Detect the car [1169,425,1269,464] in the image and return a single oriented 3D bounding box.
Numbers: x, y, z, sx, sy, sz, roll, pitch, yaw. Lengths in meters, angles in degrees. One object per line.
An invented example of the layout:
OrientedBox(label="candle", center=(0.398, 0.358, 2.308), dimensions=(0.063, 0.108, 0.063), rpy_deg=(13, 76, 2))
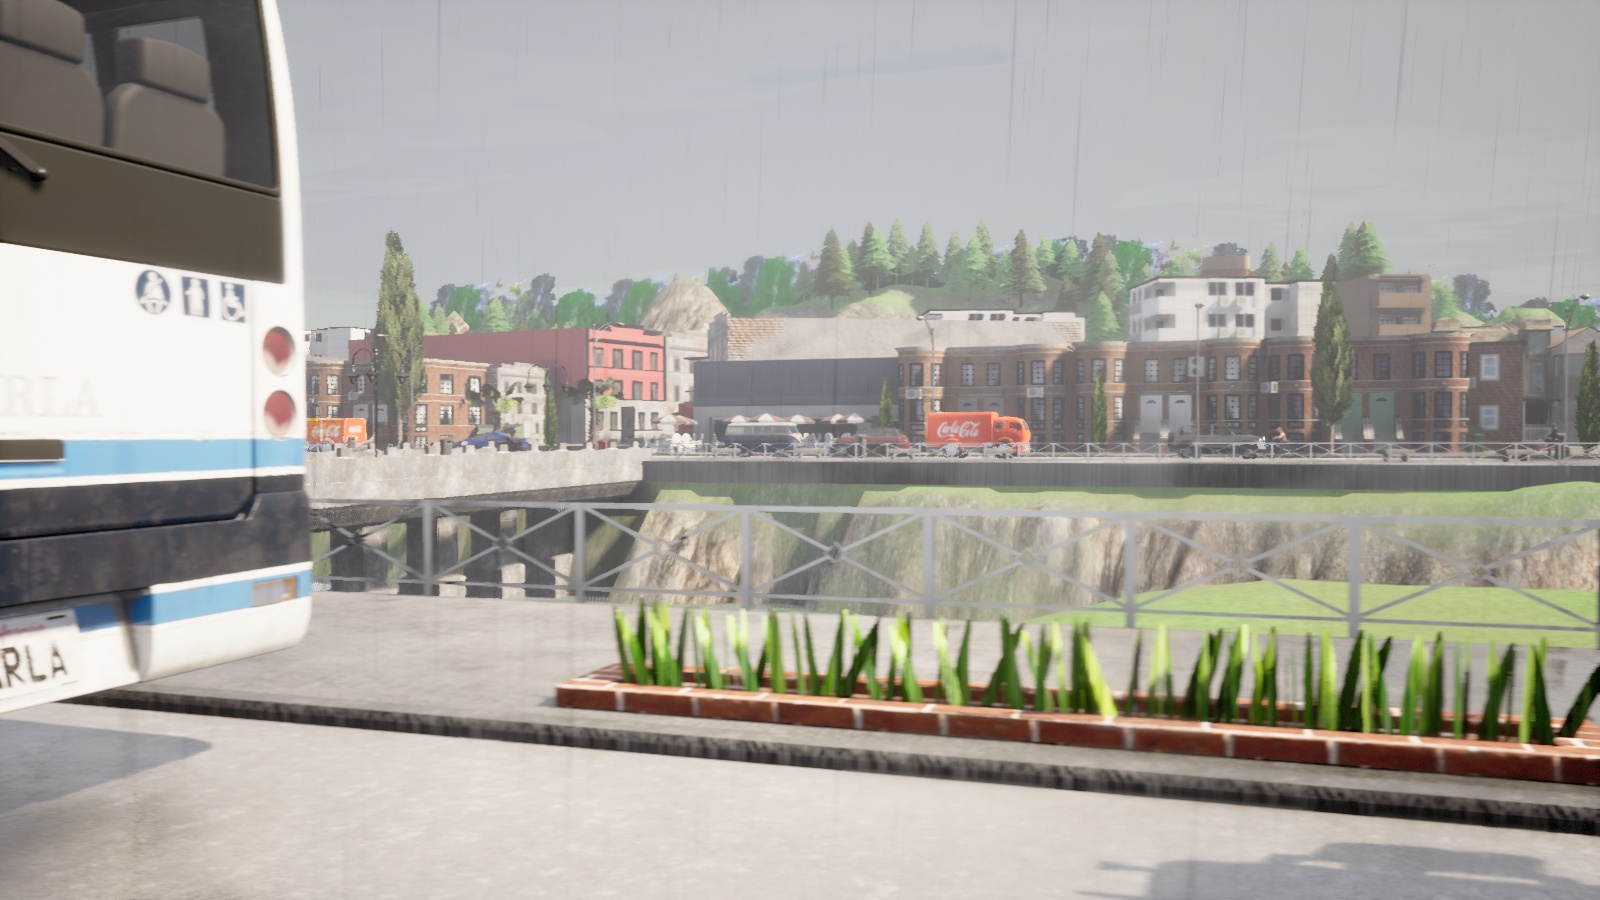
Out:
OrientedBox(label="car", center=(20.621, -0.270, 61.865), dimensions=(4.605, 1.855, 1.932), rpy_deg=(1, 1, 19))

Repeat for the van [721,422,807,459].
OrientedBox(label="van", center=(-1.992, -0.541, 69.465), dimensions=(4.442, 1.987, 1.775), rpy_deg=(1, 1, 19))

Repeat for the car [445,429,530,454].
OrientedBox(label="car", center=(-19.857, -0.547, 79.693), dimensions=(5.008, 1.535, 1.882), rpy_deg=(1, 1, 19))

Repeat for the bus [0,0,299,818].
OrientedBox(label="bus", center=(-8.161, -0.684, 6.453), dimensions=(10.273, 4.253, 3.944), rpy_deg=(1, 1, 19))

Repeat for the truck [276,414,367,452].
OrientedBox(label="truck", center=(-31.890, -1.121, 83.731), dimensions=(5.204, 2.467, 2.627), rpy_deg=(1, 1, 19))

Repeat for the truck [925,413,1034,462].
OrientedBox(label="truck", center=(9.396, -0.676, 65.633), dimensions=(5.204, 2.467, 2.627), rpy_deg=(1, 1, 19))

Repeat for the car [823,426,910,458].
OrientedBox(label="car", center=(3.807, -0.449, 71.736), dimensions=(4.553, 1.767, 2.097), rpy_deg=(1, 1, 19))

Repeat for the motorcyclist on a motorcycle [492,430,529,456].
OrientedBox(label="motorcyclist on a motorcycle", center=(-17.170, -0.450, 74.569), dimensions=(2.044, 1.523, 0.797), rpy_deg=(1, 1, 19))
